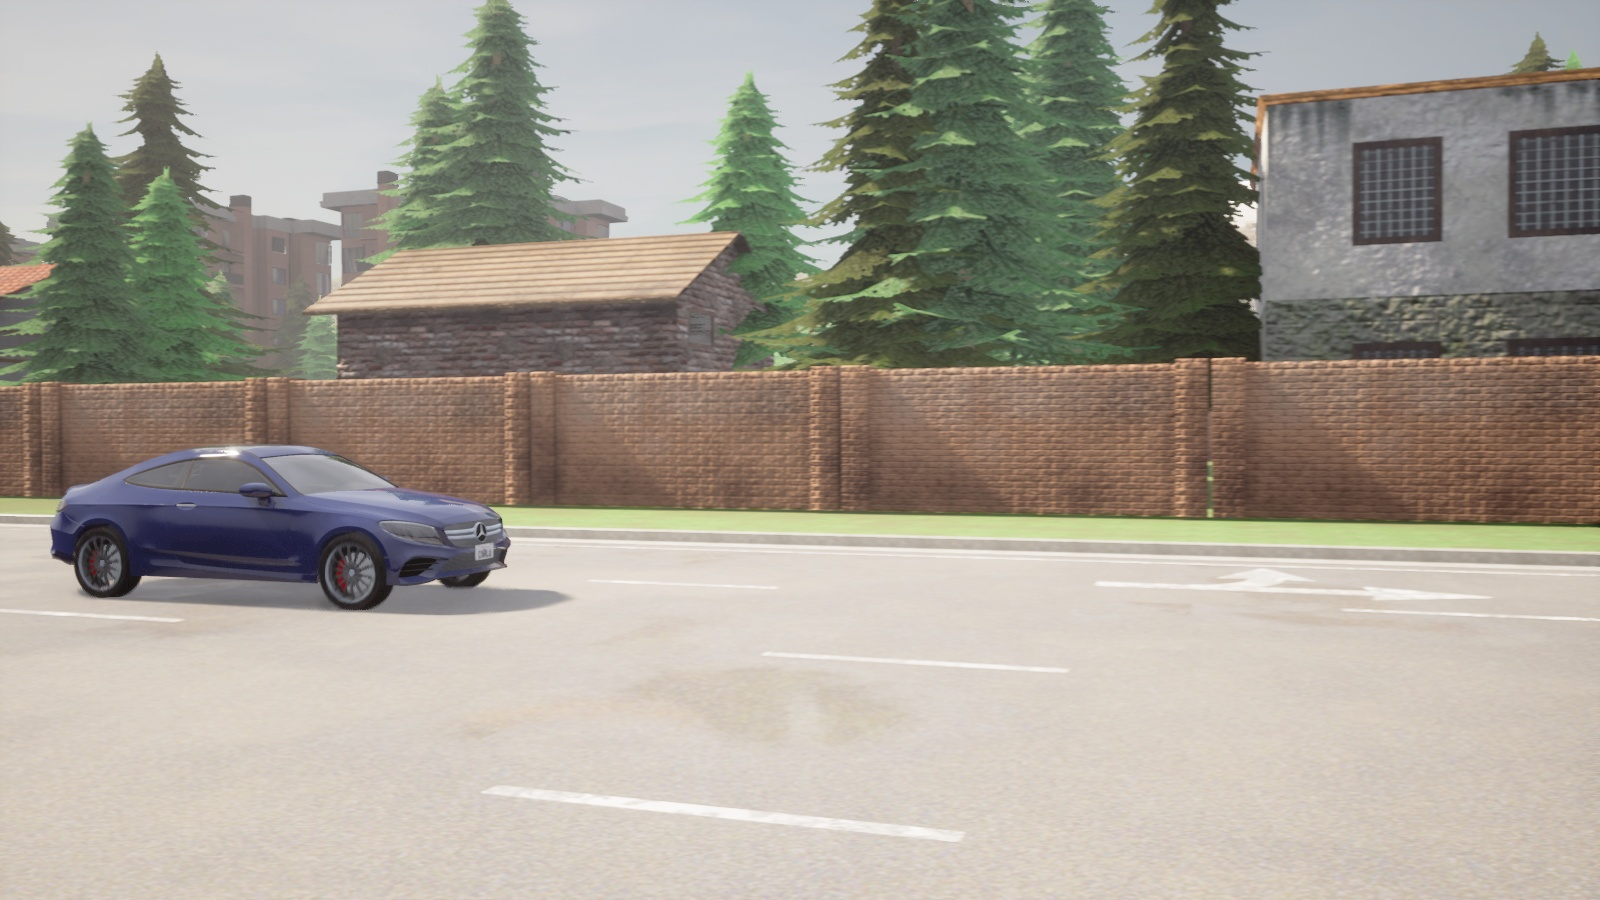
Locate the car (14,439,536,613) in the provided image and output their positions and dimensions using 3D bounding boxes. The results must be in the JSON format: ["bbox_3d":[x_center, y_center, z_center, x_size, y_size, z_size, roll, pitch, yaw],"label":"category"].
[{"bbox_3d":[-5.116,0.636,12.299,4.674,1.442,1.812,1,1,19],"label":"car"}]
